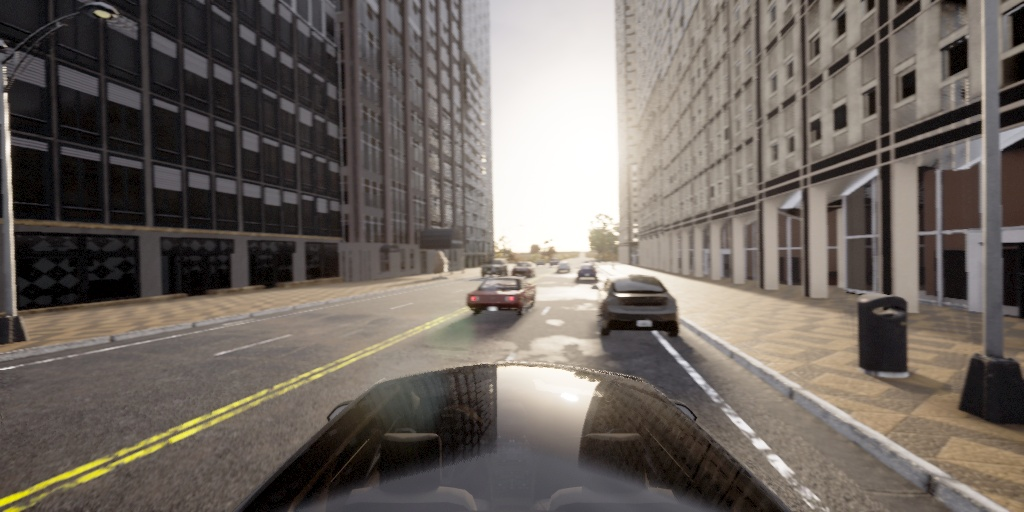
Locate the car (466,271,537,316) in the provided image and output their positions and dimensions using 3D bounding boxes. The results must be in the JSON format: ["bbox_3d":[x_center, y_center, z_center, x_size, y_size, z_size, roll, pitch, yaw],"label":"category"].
[{"bbox_3d":[-0.194,1.467,14.089,1.895,1.301,4.718,-1,-1,11],"label":"car"}]

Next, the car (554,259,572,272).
[{"bbox_3d":[7.705,1.586,52.993,1.812,1.442,4.674,-1,-1,11],"label":"car"}]

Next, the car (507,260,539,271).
[{"bbox_3d":[1.242,1.407,38.484,2.097,1.767,4.553,-1,-1,12],"label":"car"}]

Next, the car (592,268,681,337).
[{"bbox_3d":[3.419,1.272,10.354,1.837,1.490,4.892,-1,-1,11],"label":"car"}]

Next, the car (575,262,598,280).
[{"bbox_3d":[6.876,1.430,32.860,1.812,1.442,4.674,-1,0,12],"label":"car"}]

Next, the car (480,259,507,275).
[{"bbox_3d":[-1.830,1.342,39.692,2.150,2.045,5.566,-1,0,12],"label":"car"}]
